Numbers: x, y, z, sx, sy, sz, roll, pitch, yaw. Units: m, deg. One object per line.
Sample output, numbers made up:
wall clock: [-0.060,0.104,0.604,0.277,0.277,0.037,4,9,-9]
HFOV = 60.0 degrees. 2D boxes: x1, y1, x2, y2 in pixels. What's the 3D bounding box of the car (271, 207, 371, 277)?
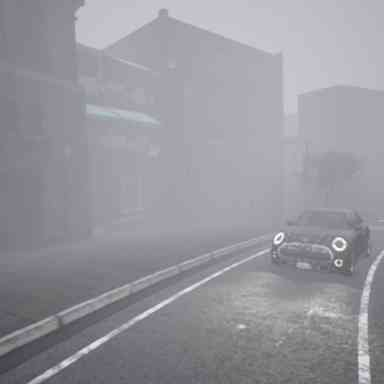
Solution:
car: [4.166,1.305,10.384,2.097,1.767,4.553,1,1,35]
